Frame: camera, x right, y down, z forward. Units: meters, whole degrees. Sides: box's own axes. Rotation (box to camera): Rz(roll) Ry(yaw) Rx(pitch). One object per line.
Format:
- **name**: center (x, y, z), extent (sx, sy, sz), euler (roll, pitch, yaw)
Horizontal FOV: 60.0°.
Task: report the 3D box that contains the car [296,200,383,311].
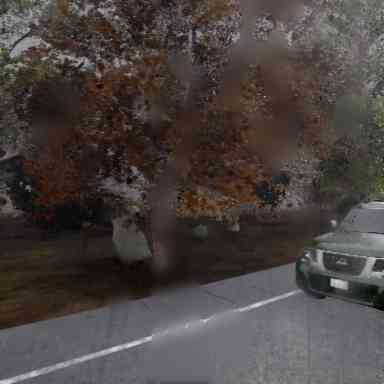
- **car**: center (4.647, 1.221, 7.492), extent (5.566, 2.045, 2.150), euler (0, 0, -40)
